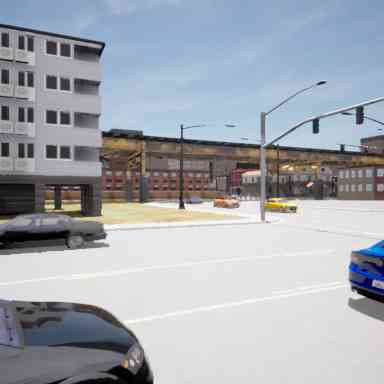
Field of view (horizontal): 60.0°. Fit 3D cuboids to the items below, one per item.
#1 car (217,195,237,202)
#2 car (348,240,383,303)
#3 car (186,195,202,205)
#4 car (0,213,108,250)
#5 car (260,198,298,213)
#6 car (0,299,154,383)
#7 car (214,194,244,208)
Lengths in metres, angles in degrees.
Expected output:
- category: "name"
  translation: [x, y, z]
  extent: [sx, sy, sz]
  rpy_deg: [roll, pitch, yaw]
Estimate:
- category: "car"
  translation: [8.275, 1.540, 78.703]
  extent: [2.033, 1.411, 5.357]
  rpy_deg: [0, 0, 40]
- category: "car"
  translation: [5.547, 1.478, 6.898]
  extent: [5.008, 1.535, 1.882]
  rpy_deg: [0, 0, -25]
- category: "car"
  translation: [0.376, 1.352, 58.154]
  extent: [2.097, 1.767, 4.553]
  rpy_deg: [0, 0, -12]
- category: "car"
  translation: [-6.108, 1.547, 13.047]
  extent: [5.357, 1.411, 2.033]
  rpy_deg: [0, 0, -28]
- category: "car"
  translation: [9.662, 1.478, 37.250]
  extent: [1.882, 1.535, 5.008]
  rpy_deg: [0, 0, -26]
- category: "car"
  translation: [-2.432, 1.564, 2.747]
  extent: [4.181, 1.385, 1.994]
  rpy_deg: [0, 0, -32]
- category: "car"
  translation: [4.965, 1.352, 47.139]
  extent: [2.097, 1.767, 4.553]
  rpy_deg: [0, 0, -25]
